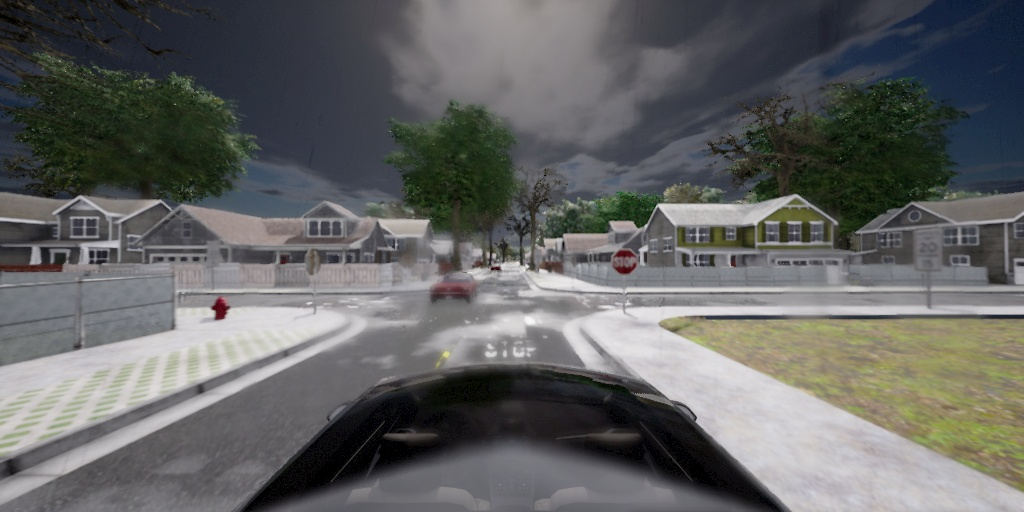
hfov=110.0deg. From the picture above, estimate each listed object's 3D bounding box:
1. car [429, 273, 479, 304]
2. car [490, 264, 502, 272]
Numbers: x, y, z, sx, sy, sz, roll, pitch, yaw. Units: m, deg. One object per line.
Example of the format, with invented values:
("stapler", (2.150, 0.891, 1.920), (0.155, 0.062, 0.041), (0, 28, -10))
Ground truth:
("car", (-2.749, 1.537, 17.862), (1.895, 1.301, 4.718), (0, -1, 0))
("car", (-2.750, 1.996, 60.822), (1.895, 1.301, 4.718), (0, -1, 0))
